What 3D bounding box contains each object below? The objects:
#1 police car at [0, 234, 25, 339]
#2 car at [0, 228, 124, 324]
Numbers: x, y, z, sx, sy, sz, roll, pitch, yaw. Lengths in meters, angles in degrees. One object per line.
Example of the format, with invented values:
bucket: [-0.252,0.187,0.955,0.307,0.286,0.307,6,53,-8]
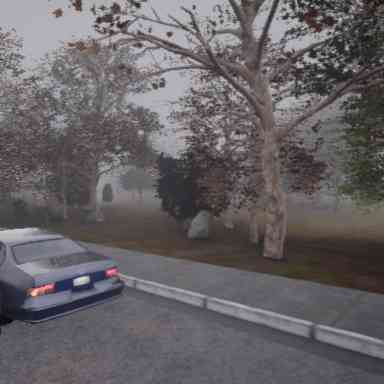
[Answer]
police car: [-4.661,1.435,4.966,5.238,1.638,1.930,0,1,41]
car: [-3.689,1.497,7.040,5.357,1.411,2.033,0,1,41]
